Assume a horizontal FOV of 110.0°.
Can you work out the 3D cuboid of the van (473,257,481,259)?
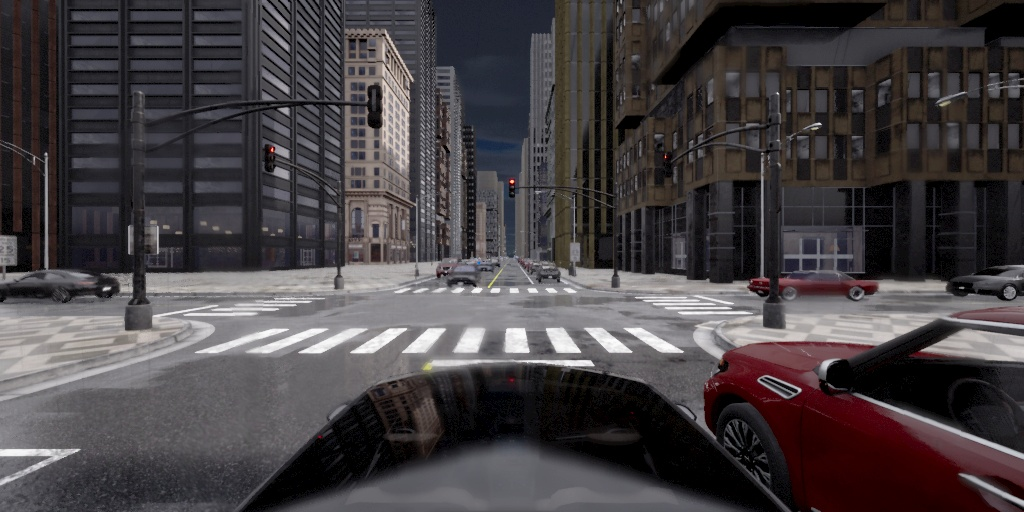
[{"bbox_3d":[-5.735,1.100,56.373,1.690,1.789,3.998,0,0,0],"label":"van"}]

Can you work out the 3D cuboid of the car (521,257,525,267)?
[{"bbox_3d":[2.790,1.199,56.378,1.967,1.591,4.097,0,0,0],"label":"car"}]

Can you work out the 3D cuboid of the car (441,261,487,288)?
[{"bbox_3d":[-3.087,1.298,24.263,2.033,1.411,5.357,0,0,0],"label":"car"}]

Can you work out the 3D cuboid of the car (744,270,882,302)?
[{"bbox_3d":[13.527,1.314,16.346,4.718,1.301,1.895,0,0,0],"label":"car"}]

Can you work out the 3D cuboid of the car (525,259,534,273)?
[{"bbox_3d":[2.782,1.304,39.456,2.007,1.370,4.403,0,0,0],"label":"car"}]

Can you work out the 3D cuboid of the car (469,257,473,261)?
[{"bbox_3d":[-5.743,1.194,39.452,1.967,1.591,4.097,0,0,0],"label":"car"}]

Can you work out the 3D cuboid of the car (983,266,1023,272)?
[{"bbox_3d":[22.961,1.197,16.388,4.892,1.490,1.837,0,0,0],"label":"car"}]

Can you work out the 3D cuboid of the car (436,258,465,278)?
[{"bbox_3d":[-5.746,1.067,33.810,2.192,1.841,5.009,0,0,0],"label":"car"}]

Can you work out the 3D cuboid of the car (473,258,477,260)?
[{"bbox_3d":[-5.741,1.321,45.093,1.948,1.339,4.313,0,0,0],"label":"car"}]

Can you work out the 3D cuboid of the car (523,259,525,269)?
[{"bbox_3d":[2.785,1.300,45.097,1.888,1.381,4.507,0,0,0],"label":"car"}]

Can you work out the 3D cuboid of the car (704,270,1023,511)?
[{"bbox_3d":[2.762,1.065,1.202,2.192,1.841,5.009,0,0,0],"label":"car"}]

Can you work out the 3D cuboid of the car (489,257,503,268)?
[{"bbox_3d":[-2.987,1.240,61.018,1.882,1.535,5.008,0,0,0],"label":"car"}]

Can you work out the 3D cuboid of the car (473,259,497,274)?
[{"bbox_3d":[-3.077,1.318,41.347,1.994,1.385,4.181,0,0,0],"label":"car"}]

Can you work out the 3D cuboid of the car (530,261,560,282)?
[{"bbox_3d":[2.776,1.302,28.175,2.007,1.370,4.403,0,0,0],"label":"car"}]

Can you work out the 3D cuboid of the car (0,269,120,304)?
[{"bbox_3d":[-20.555,1.317,16.171,4.674,1.442,1.812,0,0,0],"label":"car"}]
